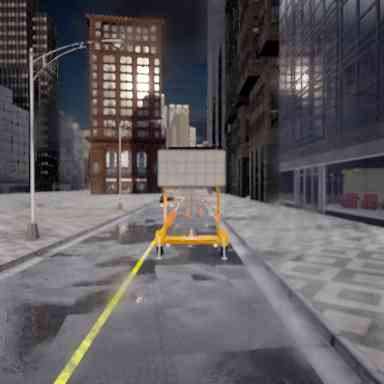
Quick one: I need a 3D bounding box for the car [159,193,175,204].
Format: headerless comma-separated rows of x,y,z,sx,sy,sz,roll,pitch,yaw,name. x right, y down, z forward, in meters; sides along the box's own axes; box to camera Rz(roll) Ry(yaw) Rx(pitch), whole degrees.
-3.125,0.770,42.823,2.033,1.411,5.357,0,1,0,car

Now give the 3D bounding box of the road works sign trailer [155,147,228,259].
-0.007,0.243,11.537,2.380,3.560,2.880,0,1,0,road works sign trailer
